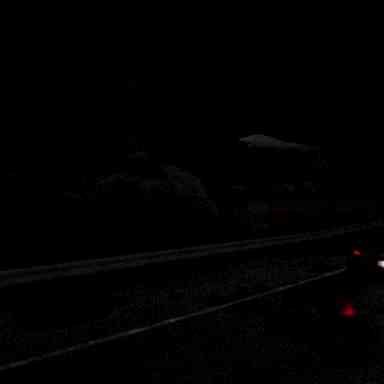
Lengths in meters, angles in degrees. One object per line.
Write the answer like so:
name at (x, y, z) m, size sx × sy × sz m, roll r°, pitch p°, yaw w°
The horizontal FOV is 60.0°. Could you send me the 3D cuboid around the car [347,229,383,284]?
car at (5.792, 1.565, 8.631) m, size 4.181 × 1.385 × 1.994 m, roll 0°, pitch 0°, yaw -40°
